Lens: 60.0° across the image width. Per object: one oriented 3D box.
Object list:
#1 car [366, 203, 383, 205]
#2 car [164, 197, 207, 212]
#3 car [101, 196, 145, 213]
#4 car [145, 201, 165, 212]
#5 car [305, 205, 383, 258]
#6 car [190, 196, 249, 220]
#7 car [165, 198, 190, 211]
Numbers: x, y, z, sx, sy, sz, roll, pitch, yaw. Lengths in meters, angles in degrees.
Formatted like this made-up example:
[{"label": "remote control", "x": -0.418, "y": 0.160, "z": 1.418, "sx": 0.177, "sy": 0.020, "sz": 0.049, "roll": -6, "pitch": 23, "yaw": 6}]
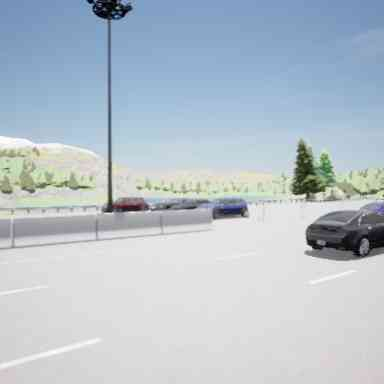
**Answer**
[{"label": "car", "x": 11.929, "y": 1.396, "z": 20.947, "sx": 4.674, "sy": 1.442, "sz": 1.812, "roll": -1, "pitch": 0, "yaw": -35}, {"label": "car", "x": -0.745, "y": 1.379, "z": 37.757, "sx": 4.674, "sy": 1.442, "sz": 1.812, "roll": 0, "pitch": 0, "yaw": -35}, {"label": "car", "x": -6.733, "y": 1.244, "z": 33.490, "sx": 4.553, "sy": 1.767, "sz": 2.097, "roll": 0, "pitch": 0, "yaw": -35}, {"label": "car", "x": -1.682, "y": 1.369, "z": 32.753, "sx": 4.902, "sy": 1.511, "sz": 2.128, "roll": 0, "pitch": 0, "yaw": -35}, {"label": "car", "x": 6.291, "y": 1.431, "z": 12.519, "sx": 4.892, "sy": 1.490, "sz": 1.837, "roll": -1, "pitch": 0, "yaw": -35}, {"label": "car", "x": 2.502, "y": 1.232, "z": 27.138, "sx": 4.553, "sy": 1.767, "sz": 2.097, "roll": -1, "pitch": 0, "yaw": -35}, {"label": "car", "x": 0.339, "y": 1.389, "z": 29.896, "sx": 4.892, "sy": 1.490, "sz": 1.837, "roll": 0, "pitch": 0, "yaw": -35}]
